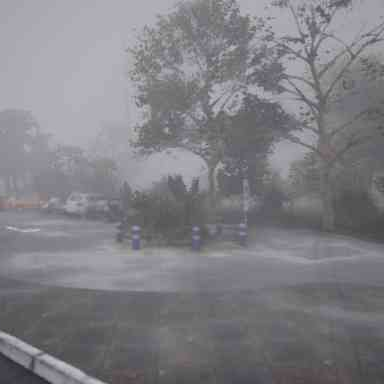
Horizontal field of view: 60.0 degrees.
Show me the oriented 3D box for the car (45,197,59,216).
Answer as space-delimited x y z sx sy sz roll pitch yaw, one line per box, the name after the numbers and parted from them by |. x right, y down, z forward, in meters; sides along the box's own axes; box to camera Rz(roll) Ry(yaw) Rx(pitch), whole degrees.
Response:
-10.531 1.258 30.631 2.185 1.767 4.553 1 0 36 | car

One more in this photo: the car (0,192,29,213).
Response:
-17.250 1.197 35.383 2.185 1.767 4.553 1 0 36 | car

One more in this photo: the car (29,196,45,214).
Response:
-12.792 1.237 32.256 2.185 1.767 4.553 1 0 36 | car

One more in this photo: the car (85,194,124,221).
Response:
-5.942 1.300 27.257 2.185 1.767 4.553 1 0 36 | car

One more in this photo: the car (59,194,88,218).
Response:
-8.168 1.154 28.930 2.435 2.045 5.566 1 0 36 | car

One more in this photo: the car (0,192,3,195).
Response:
-19.577 1.050 37.129 2.435 2.045 5.566 1 0 36 | car
